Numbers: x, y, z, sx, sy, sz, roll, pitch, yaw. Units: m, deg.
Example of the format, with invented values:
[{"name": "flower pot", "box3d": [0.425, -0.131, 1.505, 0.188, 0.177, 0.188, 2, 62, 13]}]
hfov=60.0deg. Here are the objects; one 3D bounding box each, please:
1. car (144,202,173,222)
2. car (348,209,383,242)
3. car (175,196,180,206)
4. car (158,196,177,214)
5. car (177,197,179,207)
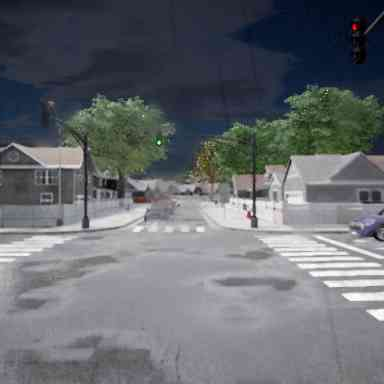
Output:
[{"name": "car", "box3d": [-3.000, 1.810, 28.875, 1.994, 1.385, 4.181, 0, 0, -1]}, {"name": "car", "box3d": [10.183, 1.419, 16.304, 4.553, 1.767, 2.097, 0, -1, 1]}, {"name": "car", "box3d": [-3.421, 1.710, 60.866, 2.150, 2.045, 5.566, 0, 0, 1]}, {"name": "car", "box3d": [-3.161, 1.668, 37.833, 2.097, 1.767, 4.553, 0, 0, -1]}, {"name": "car", "box3d": [-3.339, 1.887, 48.170, 2.128, 1.511, 4.902, 0, 0, -1]}]
